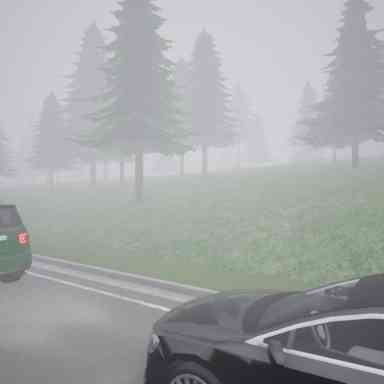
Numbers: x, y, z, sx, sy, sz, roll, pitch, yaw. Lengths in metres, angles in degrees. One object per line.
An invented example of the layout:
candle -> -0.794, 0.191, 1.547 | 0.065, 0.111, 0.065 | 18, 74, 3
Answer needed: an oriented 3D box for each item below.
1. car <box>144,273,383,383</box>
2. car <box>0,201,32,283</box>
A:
car -> 1.739, 1.492, 2.752 | 4.902, 1.511, 2.128 | 0, 0, 36
car -> -6.324, 1.221, 8.468 | 5.566, 2.045, 2.150 | 0, 0, 36
